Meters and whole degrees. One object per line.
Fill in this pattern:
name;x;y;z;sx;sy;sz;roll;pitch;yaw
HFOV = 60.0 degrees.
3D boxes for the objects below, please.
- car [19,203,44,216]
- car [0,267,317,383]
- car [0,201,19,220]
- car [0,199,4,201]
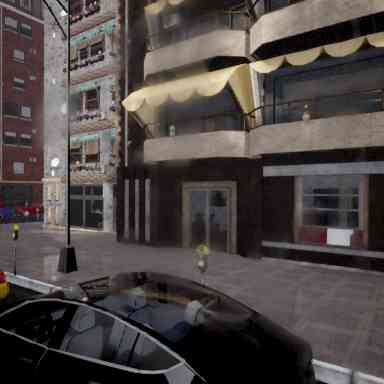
car;-17.307;1.931;36.801;1.887;1.381;4.507;-1;-2;35
car;-0.923;1.566;3.527;4.313;1.339;1.947;0;0;35
car;-19.018;1.823;29.867;2.033;1.411;5.357;0;-1;35
car;-20.593;1.598;32.155;2.192;1.841;5.009;-1;-2;35
